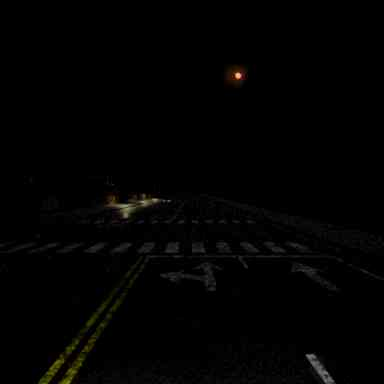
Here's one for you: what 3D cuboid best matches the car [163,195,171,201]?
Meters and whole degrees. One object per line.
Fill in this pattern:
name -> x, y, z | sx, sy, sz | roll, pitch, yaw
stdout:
car -> -6.432, 1.484, 85.817 | 2.033, 1.411, 5.357 | 0, 0, 0

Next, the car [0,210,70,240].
car -> -8.594, 1.552, 15.489 | 5.357, 1.411, 2.033 | 0, 0, -33
